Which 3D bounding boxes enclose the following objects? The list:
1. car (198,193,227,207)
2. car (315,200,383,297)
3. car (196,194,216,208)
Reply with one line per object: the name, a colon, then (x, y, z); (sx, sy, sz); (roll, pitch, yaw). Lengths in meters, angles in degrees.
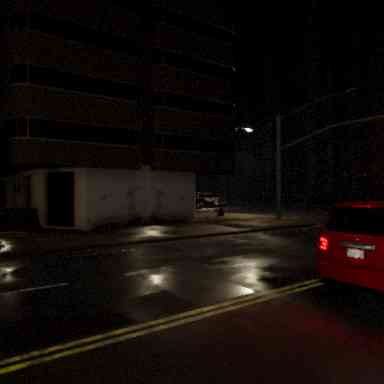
car: (2.746, 1.160, 49.138); (2.150, 2.045, 5.566); (0, 0, -36)
car: (5.105, 1.202, 7.440); (5.566, 2.045, 2.150); (0, 0, -35)
car: (0.757, 1.452, 45.918); (1.837, 1.490, 4.892); (0, 0, -36)
